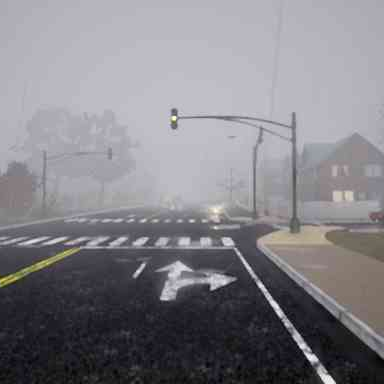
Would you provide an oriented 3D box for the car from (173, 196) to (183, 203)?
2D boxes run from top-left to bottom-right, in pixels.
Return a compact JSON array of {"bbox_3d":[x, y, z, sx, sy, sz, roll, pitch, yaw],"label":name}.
[{"bbox_3d":[-2.920,1.519,70.198,1.812,1.442,4.674,0,0,5],"label":"car"}]

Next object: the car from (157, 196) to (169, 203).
[{"bbox_3d":[-6.154,1.484,70.524,1.882,1.535,5.008,0,0,5],"label":"car"}]

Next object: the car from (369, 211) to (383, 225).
[{"bbox_3d":[13.148,1.357,19.421,4.718,1.301,1.895,-1,-2,8],"label":"car"}]
